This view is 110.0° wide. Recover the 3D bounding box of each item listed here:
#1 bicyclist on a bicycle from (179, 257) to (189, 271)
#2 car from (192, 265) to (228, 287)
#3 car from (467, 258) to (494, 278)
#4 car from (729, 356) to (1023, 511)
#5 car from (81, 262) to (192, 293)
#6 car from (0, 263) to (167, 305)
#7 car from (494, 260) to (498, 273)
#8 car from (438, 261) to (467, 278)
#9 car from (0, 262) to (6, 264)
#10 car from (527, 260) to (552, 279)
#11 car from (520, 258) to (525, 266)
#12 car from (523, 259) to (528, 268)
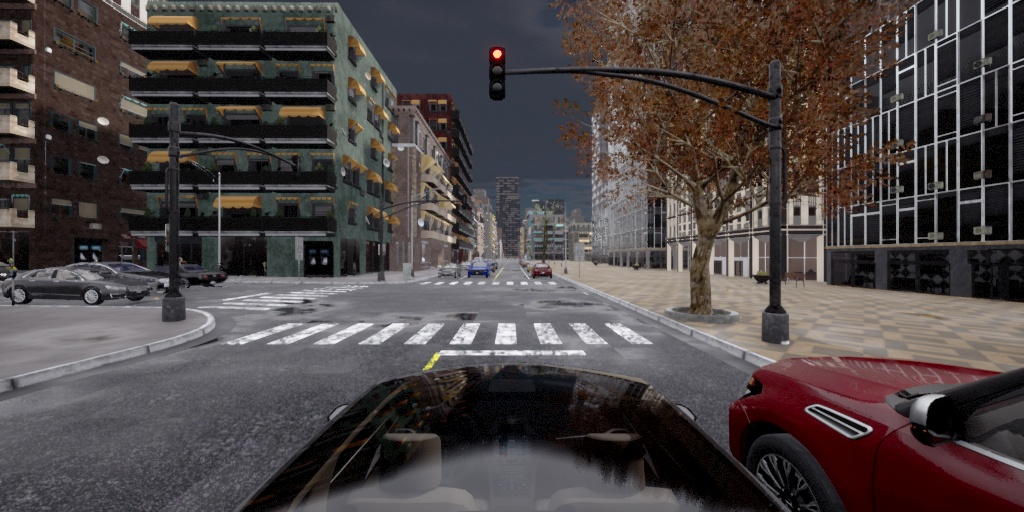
[{"bbox_3d":[-23.168,0.761,24.917,0.582,1.620,1.656,1,0,-1],"label":"bicyclist on a bicycle"},{"bbox_3d":[-18.487,1.120,19.482,4.718,1.301,1.895,1,0,-1],"label":"car"},{"bbox_3d":[-3.091,1.241,34.359,1.882,1.535,5.008,0,0,0],"label":"car"},{"bbox_3d":[2.692,1.065,0.684,2.192,1.841,5.009,0,0,0],"label":"car"},{"bbox_3d":[-18.042,1.013,16.230,4.902,1.511,2.128,1,0,-1],"label":"car"},{"bbox_3d":[-16.434,1.091,13.656,4.403,1.370,2.007,0,0,-1],"label":"car"},{"bbox_3d":[-3.087,1.337,44.357,1.994,1.385,4.181,0,0,0],"label":"car"},{"bbox_3d":[-5.688,1.312,33.072,2.007,1.370,4.403,0,0,0],"label":"car"},{"bbox_3d":[-33.187,0.869,21.868,4.403,1.370,2.007,0,0,-1],"label":"car"},{"bbox_3d":[2.692,1.307,33.071,1.888,1.381,4.507,0,0,0],"label":"car"},{"bbox_3d":[2.694,1.375,60.734,1.802,1.307,4.207,0,0,0],"label":"car"},{"bbox_3d":[2.693,1.298,44.307,1.751,1.417,4.829,0,0,0],"label":"car"}]
